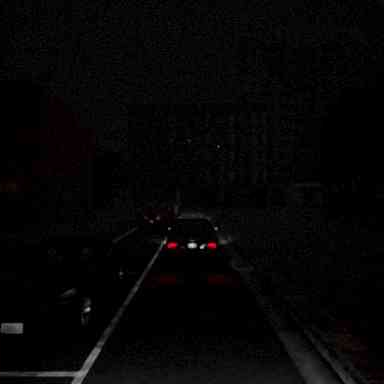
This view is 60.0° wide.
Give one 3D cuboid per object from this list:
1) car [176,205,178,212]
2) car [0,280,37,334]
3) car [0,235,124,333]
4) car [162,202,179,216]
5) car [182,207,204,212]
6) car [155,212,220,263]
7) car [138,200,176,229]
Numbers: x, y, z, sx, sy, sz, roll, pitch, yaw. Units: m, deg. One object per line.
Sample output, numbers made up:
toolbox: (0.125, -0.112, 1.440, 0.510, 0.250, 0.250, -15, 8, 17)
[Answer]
car: (-2.537, 1.666, 29.201, 2.192, 1.841, 5.009, 1, -1, 0)
car: (-2.646, 1.606, 1.538, 1.802, 1.307, 4.206, 1, -1, 0)
car: (-2.625, 1.653, 7.070, 1.947, 1.339, 4.313, 1, -1, 0)
car: (-2.501, 2.011, 40.092, 1.752, 1.417, 4.829, 1, -1, 0)
car: (0.088, 1.937, 28.292, 1.895, 1.301, 4.718, 0, -1, 1)
car: (0.023, 1.695, 12.561, 2.033, 1.411, 5.357, 0, -1, 0)
car: (-2.558, 1.599, 23.669, 2.192, 1.841, 5.009, 1, -1, 0)
